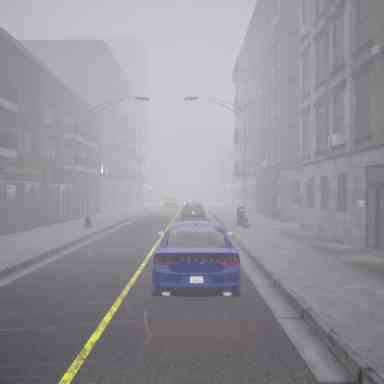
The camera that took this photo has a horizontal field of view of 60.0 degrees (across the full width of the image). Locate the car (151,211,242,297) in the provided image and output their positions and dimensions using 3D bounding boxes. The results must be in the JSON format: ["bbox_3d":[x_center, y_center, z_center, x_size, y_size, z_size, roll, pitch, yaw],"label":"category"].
[{"bbox_3d":[0.097,1.477,8.637,1.882,1.535,5.008,0,0,0],"label":"car"}]

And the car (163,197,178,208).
[{"bbox_3d":[-3.021,1.468,47.199,1.882,1.535,5.008,0,0,0],"label":"car"}]

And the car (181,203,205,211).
[{"bbox_3d":[0.092,1.560,27.592,1.994,1.385,4.181,0,0,0],"label":"car"}]
